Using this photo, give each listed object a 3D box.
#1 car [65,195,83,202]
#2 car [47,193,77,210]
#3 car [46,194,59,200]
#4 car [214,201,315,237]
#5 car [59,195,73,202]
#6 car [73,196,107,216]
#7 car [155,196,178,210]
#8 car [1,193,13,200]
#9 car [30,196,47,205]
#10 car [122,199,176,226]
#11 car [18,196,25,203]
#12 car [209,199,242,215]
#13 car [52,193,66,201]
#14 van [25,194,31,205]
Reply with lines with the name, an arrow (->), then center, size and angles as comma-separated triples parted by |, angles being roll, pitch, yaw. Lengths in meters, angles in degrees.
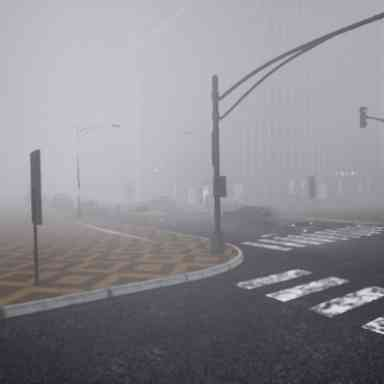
car -> -22.819, 1.236, 64.252 | 2.008, 1.369, 4.403 | -2, 1, -36
car -> -16.267, 1.342, 41.596 | 1.967, 1.590, 4.097 | -2, 1, -36
car -> -32.635, 1.182, 77.936 | 1.752, 1.417, 4.829 | -1, 1, -36
car -> 3.833, 1.440, 17.974 | 2.033, 1.411, 5.357 | -2, 1, -36
car -> -26.057, 1.257, 68.768 | 1.802, 1.307, 4.206 | -2, 1, -36
car -> -9.738, 1.446, 32.395 | 1.752, 1.417, 4.829 | -2, 1, -36
car -> -3.341, 1.177, 37.192 | 1.967, 1.590, 4.097 | -2, 1, -36
car -> -45.415, 1.364, 82.238 | 1.887, 1.381, 4.507 | -1, 1, -36
car -> -22.745, 1.324, 50.628 | 1.967, 1.590, 4.097 | -2, 1, -36
car -> -3.317, 1.465, 23.322 | 1.752, 1.417, 4.829 | -2, 1, -36
car -> -32.460, 1.408, 64.176 | 2.008, 1.369, 4.403 | -2, 1, -36
car -> 3.197, 1.303, 28.203 | 2.008, 1.369, 4.403 | -2, 1, -36
car -> -29.298, 1.106, 73.281 | 1.967, 1.590, 4.097 | -1, 1, -36
van -> -25.985, 1.216, 55.142 | 1.690, 1.788, 3.998 | -2, 1, -36
